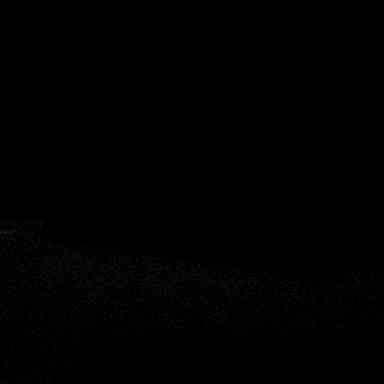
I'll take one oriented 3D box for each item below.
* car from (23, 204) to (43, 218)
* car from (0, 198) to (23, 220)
[{"bbox_3d":[-14.207,1.743,32.008,1.802,1.307,4.206,0,-1,36],"label":"car"},{"bbox_3d":[-17.343,1.399,27.613,2.192,1.841,5.009,0,-1,36],"label":"car"}]
